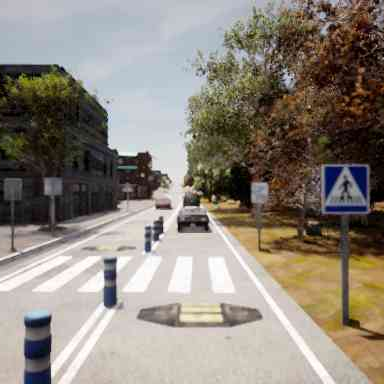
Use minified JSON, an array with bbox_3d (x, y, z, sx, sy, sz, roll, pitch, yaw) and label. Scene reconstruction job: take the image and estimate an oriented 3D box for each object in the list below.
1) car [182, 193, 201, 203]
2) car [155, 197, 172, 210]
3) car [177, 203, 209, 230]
[{"bbox_3d":[-0.079,1.150,42.554,2.150,2.045,5.566,0,0,-1],"label":"car"},{"bbox_3d":[-3.509,1.408,41.468,1.882,1.535,5.008,0,0,0],"label":"car"},{"bbox_3d":[0.042,1.583,21.071,1.895,1.301,4.718,0,0,0],"label":"car"}]
